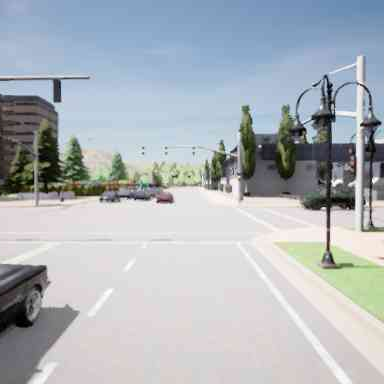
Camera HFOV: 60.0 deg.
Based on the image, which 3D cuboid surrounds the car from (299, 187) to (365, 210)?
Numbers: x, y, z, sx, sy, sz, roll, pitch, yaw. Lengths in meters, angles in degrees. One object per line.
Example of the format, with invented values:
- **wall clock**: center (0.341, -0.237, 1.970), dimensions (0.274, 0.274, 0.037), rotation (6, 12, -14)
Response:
- **car**: center (12.654, 0.571, 30.144), dimensions (5.566, 2.045, 2.150), rotation (0, 1, -1)

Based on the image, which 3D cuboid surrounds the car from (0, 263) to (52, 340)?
- **car**: center (-3.411, 1.517, 3.759), dimensions (1.895, 1.301, 4.718), rotation (0, 1, 0)

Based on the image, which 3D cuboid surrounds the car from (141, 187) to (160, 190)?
- **car**: center (-6.982, 0.287, 56.582), dimensions (1.837, 1.490, 4.892), rotation (0, 1, 0)

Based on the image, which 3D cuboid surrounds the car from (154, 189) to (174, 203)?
- **car**: center (-3.376, 0.642, 42.795), dimensions (1.994, 1.385, 4.181), rotation (0, 1, 0)

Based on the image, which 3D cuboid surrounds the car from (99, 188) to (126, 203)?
- **car**: center (-10.597, 0.560, 43.281), dimensions (2.128, 1.511, 4.902), rotation (0, 1, 2)

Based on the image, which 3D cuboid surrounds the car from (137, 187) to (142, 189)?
- **car**: center (-10.465, 0.177, 64.457), dimensions (1.994, 1.385, 4.181), rotation (0, 1, 0)

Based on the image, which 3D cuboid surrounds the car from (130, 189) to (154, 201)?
- **car**: center (-7.029, 0.580, 47.432), dimensions (1.895, 1.301, 4.718), rotation (0, 1, 1)

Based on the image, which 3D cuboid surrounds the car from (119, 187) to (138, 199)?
- **car**: center (-10.497, 0.402, 53.174), dimensions (2.033, 1.411, 5.357), rotation (0, 1, 0)
